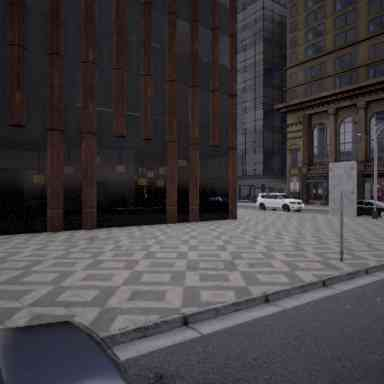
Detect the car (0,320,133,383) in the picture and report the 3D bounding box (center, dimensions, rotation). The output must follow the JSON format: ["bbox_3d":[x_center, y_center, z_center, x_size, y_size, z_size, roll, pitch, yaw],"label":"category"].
[{"bbox_3d":[-2.798,1.547,1.379,5.357,1.411,2.033,0,0,-35],"label":"car"}]

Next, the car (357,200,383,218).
[{"bbox_3d":[15.395,1.454,28.656,1.837,1.490,4.892,0,0,-37],"label":"car"}]

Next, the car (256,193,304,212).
[{"bbox_3d":[9.622,1.143,36.776,2.150,2.045,5.566,0,0,-36],"label":"car"}]
